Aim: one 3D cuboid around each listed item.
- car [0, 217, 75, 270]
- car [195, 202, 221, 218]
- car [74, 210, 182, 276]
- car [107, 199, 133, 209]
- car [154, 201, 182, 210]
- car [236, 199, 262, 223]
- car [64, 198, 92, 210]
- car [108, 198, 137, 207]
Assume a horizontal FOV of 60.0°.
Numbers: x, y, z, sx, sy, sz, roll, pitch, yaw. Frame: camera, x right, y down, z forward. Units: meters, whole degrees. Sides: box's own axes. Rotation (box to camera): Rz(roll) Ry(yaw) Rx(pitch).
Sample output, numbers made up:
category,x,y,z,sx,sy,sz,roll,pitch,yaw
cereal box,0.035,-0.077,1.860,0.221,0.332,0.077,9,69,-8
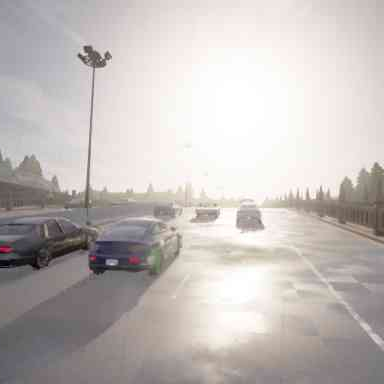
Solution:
category,x,y,z,sx,sy,sz,roll,pitch,yaw
car,-4.987,1.544,11.095,2.033,1.411,5.357,0,0,9
car,1.549,1.598,30.260,1.895,1.301,4.718,0,0,9
car,-1.565,1.525,10.306,1.812,1.442,4.674,0,0,9
car,-10.139,1.625,47.090,1.895,1.301,4.718,0,-1,9
car,-2.112,1.520,29.515,1.812,1.442,4.674,0,0,9
car,4.337,1.526,25.491,1.812,1.442,4.674,0,0,9
car,-14.449,1.506,42.384,1.812,1.442,4.674,0,0,9
car,-7.913,1.464,38.926,1.882,1.535,5.008,0,0,9
